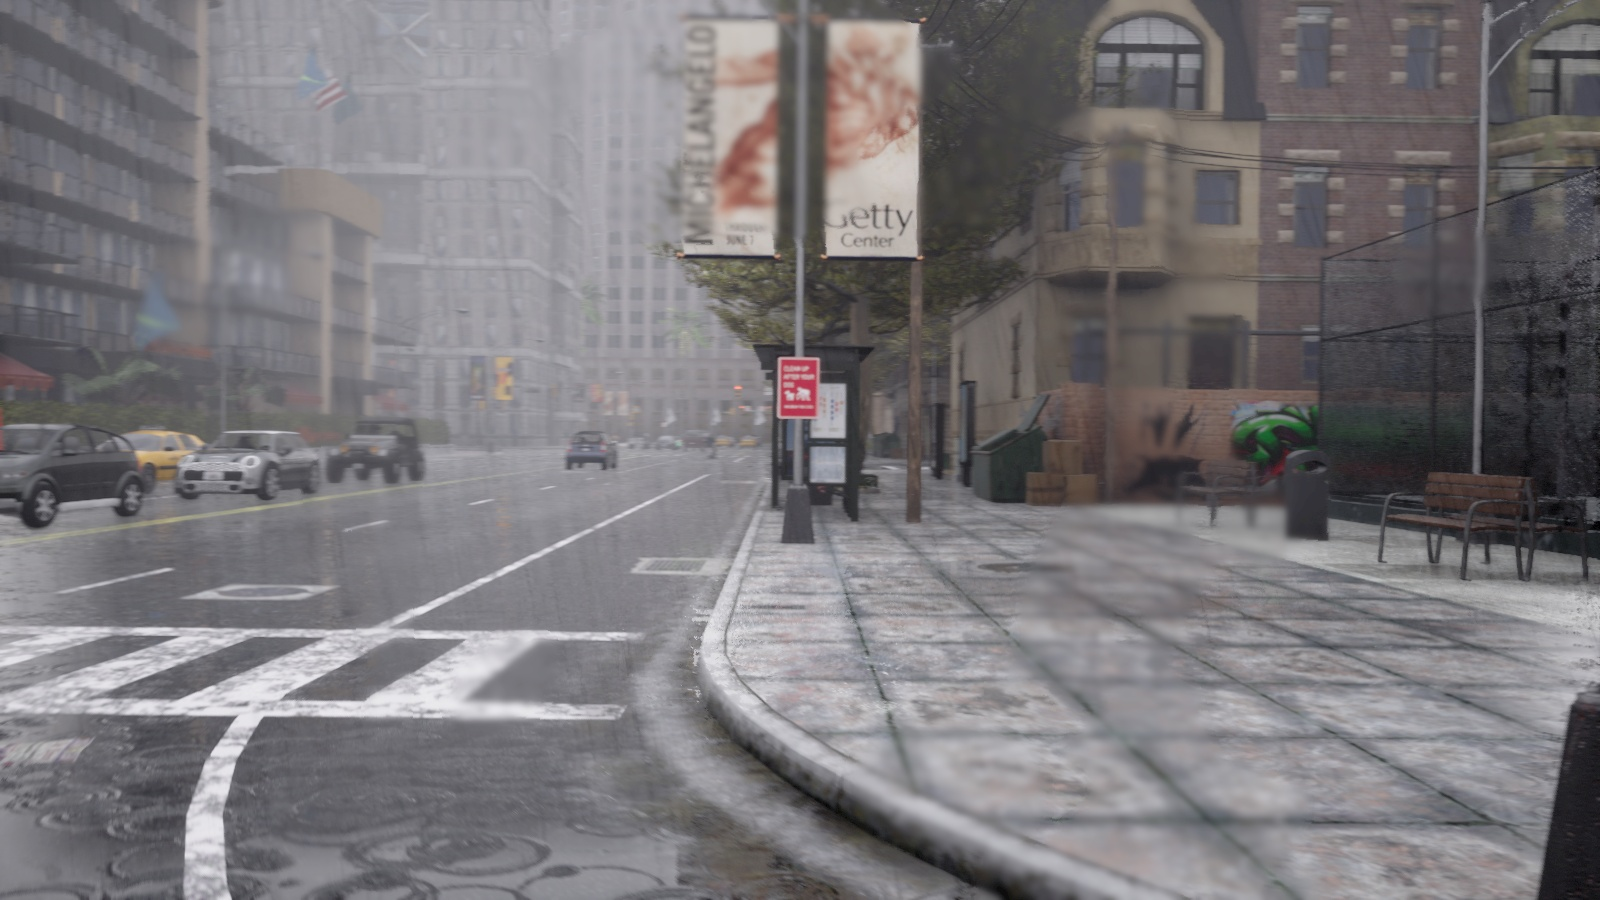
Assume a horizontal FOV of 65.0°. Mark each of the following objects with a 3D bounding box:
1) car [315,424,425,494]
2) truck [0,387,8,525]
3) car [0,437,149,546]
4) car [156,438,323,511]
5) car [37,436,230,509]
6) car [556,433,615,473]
[{"bbox_3d":[-12.291,0.221,36.156,1.905,1.878,3.866,0,1,-1],"label":"car"},{"bbox_3d":[-15.543,0.138,19.976,2.627,2.467,5.204,0,1,-1],"label":"truck"},{"bbox_3d":[-12.043,0.582,19.686,1.789,1.549,3.705,0,1,-1],"label":"car"},{"bbox_3d":[-12.152,0.484,27.492,1.970,1.475,3.806,0,1,-1],"label":"car"},{"bbox_3d":[-15.689,0.456,29.951,1.801,1.575,5.366,0,1,-1],"label":"car"},{"bbox_3d":[-9.058,0.114,53.247,1.851,1.617,3.988,0,1,-1],"label":"car"}]
